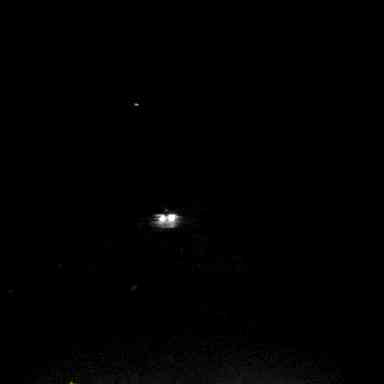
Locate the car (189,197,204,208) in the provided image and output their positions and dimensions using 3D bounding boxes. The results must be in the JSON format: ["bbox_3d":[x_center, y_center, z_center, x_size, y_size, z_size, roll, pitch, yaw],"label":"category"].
[{"bbox_3d":[0.945,1.836,58.522,2.150,2.045,5.566,0,-1,0],"label":"car"}]

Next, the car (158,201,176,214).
[{"bbox_3d":[-2.853,1.805,39.266,2.128,1.511,4.902,0,-1,0],"label":"car"}]

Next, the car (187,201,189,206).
[{"bbox_3d":[-0.022,2.471,76.669,1.812,1.442,4.674,0,-2,0],"label":"car"}]
